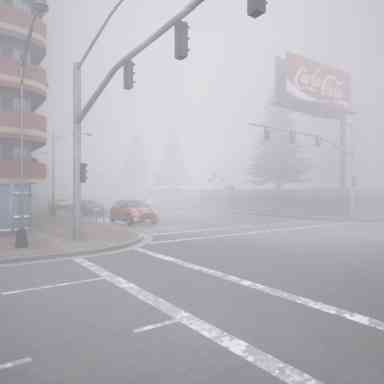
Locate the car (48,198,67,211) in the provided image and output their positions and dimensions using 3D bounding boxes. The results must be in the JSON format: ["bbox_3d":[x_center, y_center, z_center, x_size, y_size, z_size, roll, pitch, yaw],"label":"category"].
[{"bbox_3d":[-15.992,1.478,40.214,1.882,1.535,5.008,0,0,-36],"label":"car"}]

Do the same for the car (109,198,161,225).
[{"bbox_3d":[-4.234,1.352,23.949,2.097,1.767,4.553,0,0,-36],"label":"car"}]

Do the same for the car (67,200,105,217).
[{"bbox_3d":[-9.852,1.492,31.713,2.128,1.511,4.902,0,0,-36],"label":"car"}]

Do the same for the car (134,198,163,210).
[{"bbox_3d":[-5.808,1.526,44.374,1.812,1.442,4.674,0,0,-36],"label":"car"}]
